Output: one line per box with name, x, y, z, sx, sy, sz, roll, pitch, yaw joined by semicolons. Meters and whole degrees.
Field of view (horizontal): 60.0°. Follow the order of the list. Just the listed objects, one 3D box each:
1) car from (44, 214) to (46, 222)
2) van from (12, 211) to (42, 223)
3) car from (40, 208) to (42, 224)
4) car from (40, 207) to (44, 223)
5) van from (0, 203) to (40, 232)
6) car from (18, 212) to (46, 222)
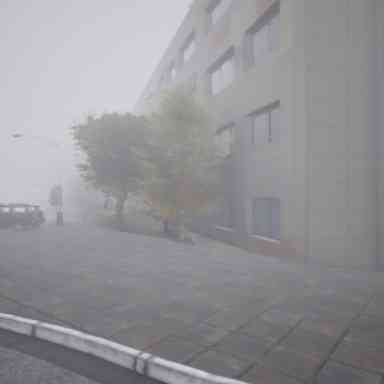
car;-16.191;2.230;29.672;5.566;2.045;2.435;0;-4;-24
van;-28.564;4.342;57.722;4.442;1.987;1.878;0;-4;-24
car;-13.902;2.156;24.589;4.792;1.488;2.163;0;-3;-24
car;-15.064;2.298;27.168;5.008;1.535;2.097;0;-4;-24
van;-12.713;1.754;22.088;4.442;1.987;1.878;0;-3;-24
car;-36.255;5.645;75.656;5.566;2.045;2.435;0;-4;-24
